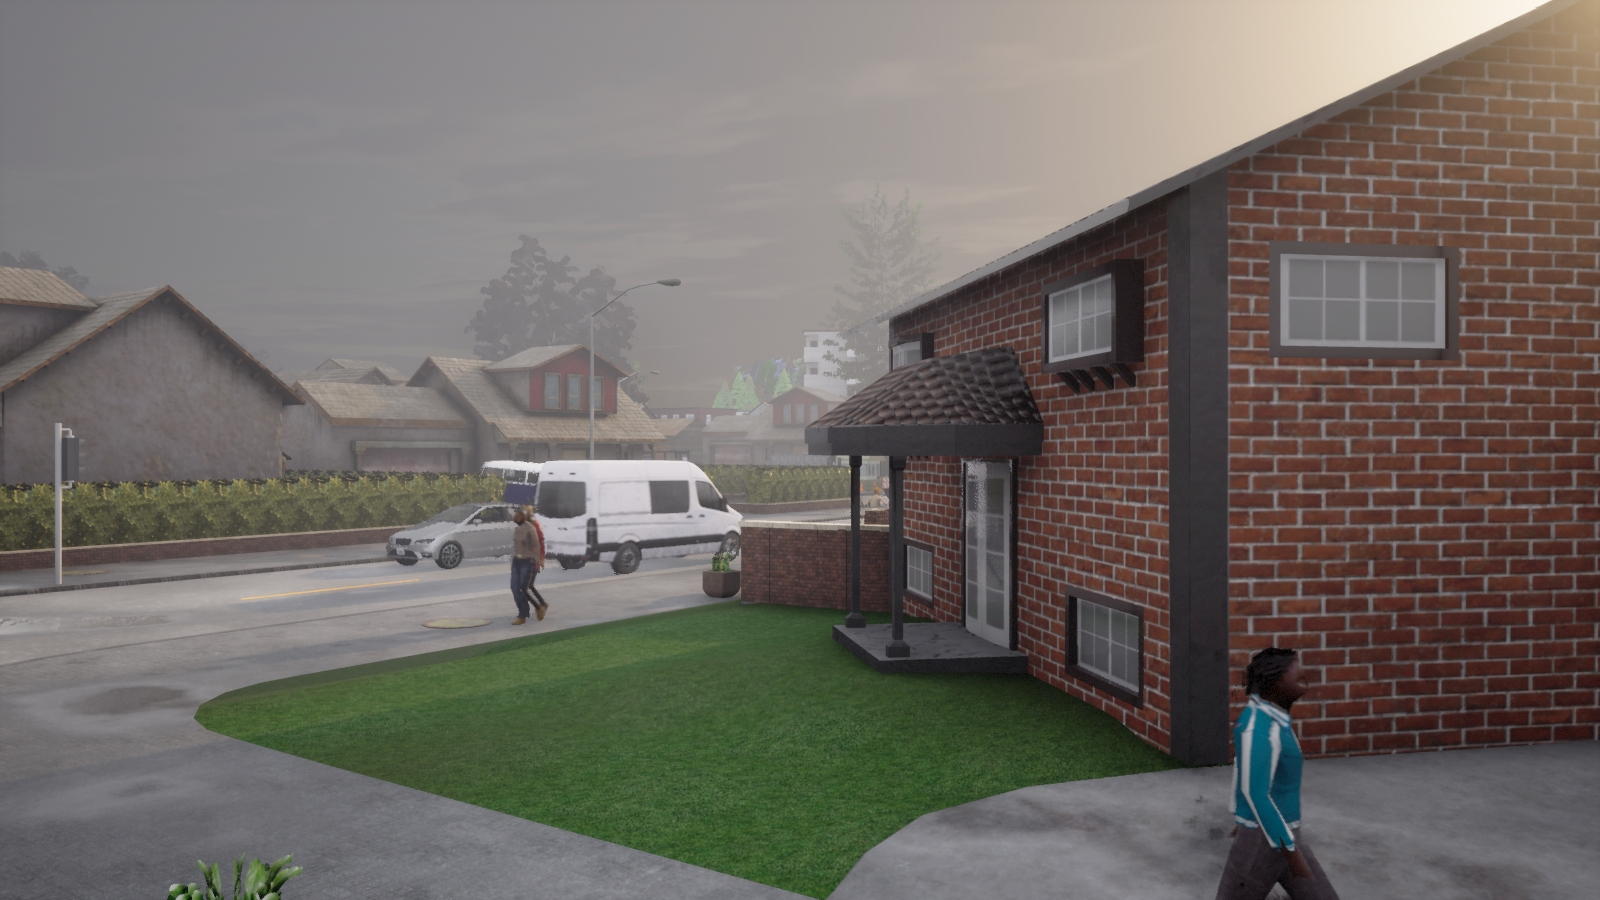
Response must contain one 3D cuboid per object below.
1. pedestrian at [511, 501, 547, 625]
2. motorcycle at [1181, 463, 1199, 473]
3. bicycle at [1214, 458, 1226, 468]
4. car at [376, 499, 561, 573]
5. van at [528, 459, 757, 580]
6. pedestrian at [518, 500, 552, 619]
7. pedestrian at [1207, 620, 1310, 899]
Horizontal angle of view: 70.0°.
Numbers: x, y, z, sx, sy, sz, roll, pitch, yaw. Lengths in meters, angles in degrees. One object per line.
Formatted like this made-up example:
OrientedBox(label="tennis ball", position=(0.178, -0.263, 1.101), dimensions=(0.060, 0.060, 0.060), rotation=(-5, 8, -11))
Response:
OrientedBox(label="pedestrian", position=(-4.190, 1.736, 17.660), dimensions=(0.375, 1.860, 0.375), rotation=(0, 0, 34))
OrientedBox(label="motorcycle", position=(47.455, 2.161, 139.026), dimensions=(2.033, 1.199, 0.803), rotation=(0, 0, 35))
OrientedBox(label="bicycle", position=(65.395, 2.030, 177.932), dimensions=(1.835, 1.471, 0.329), rotation=(0, 0, 35))
OrientedBox(label="car", position=(-8.091, 2.051, 28.194), dimensions=(1.816, 1.474, 4.193), rotation=(0, 0, 34))
OrientedBox(label="van", position=(-3.623, 1.522, 27.631), dimensions=(1.988, 2.561, 5.915), rotation=(0, 0, 35))
OrientedBox(label="pedestrian", position=(-4.245, 1.735, 18.304), dimensions=(0.375, 1.860, 0.375), rotation=(0, 0, 39))
OrientedBox(label="pedestrian", position=(2.089, 1.745, 5.201), dimensions=(0.375, 1.860, 0.375), rotation=(0, 0, 32))
